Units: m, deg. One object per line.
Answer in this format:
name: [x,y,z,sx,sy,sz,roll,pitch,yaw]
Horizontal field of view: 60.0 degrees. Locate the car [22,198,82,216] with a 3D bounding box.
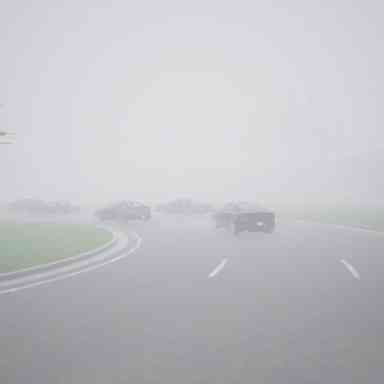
car: [-12.451,1.487,30.048,4.718,1.301,1.895,-1,1,17]

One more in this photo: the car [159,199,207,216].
car: [-0.701,1.264,28.398,5.357,1.411,2.033,0,1,39]

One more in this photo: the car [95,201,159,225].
car: [-4.767,1.335,22.444,2.128,1.511,4.902,-1,0,-45]

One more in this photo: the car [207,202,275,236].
car: [2.489,1.259,17.276,1.882,1.535,5.008,0,0,-13]

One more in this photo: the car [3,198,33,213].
car: [-17.805,1.418,35.477,4.892,1.490,1.837,-1,1,20]
